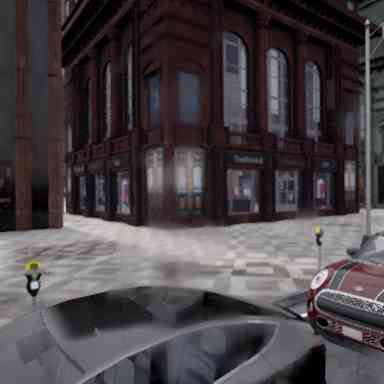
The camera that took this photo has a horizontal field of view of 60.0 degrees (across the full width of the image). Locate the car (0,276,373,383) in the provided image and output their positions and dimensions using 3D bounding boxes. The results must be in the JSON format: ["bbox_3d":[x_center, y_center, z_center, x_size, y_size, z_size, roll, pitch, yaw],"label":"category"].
[{"bbox_3d":[-0.778,1.559,2.409,4.313,1.339,1.947,-1,0,-36],"label":"car"}]

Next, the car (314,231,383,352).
[{"bbox_3d":[3.799,1.381,5.697,4.097,1.590,1.967,-1,0,-36],"label":"car"}]
